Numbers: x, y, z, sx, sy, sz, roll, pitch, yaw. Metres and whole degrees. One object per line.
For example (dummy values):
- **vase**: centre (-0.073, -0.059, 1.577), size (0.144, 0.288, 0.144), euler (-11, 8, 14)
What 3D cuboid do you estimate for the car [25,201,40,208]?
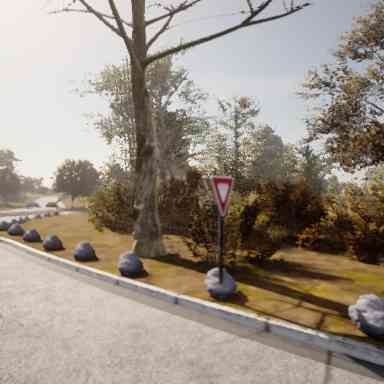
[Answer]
- **car**: centre (-29.825, 2.355, 62.396), size (1.994, 1.385, 4.181), euler (0, -1, -14)

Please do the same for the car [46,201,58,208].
- **car**: centre (-26.779, 2.396, 63.623), size (1.895, 1.301, 4.718), euler (0, 0, -17)
